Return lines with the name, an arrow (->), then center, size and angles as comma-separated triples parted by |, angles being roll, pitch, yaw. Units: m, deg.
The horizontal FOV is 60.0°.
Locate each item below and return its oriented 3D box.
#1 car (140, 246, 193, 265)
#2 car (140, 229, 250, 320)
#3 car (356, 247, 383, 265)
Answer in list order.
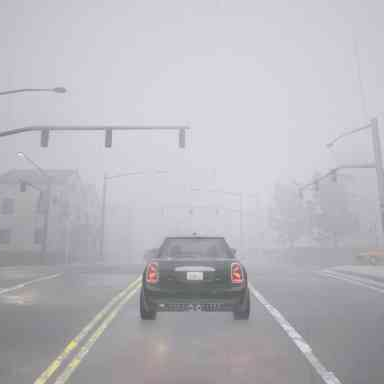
car -> -2.221, 5.739, 29.919 | 1.837, 1.490, 4.892 | -7, -13, 39
car -> 0.062, 1.807, 8.233 | 2.097, 1.767, 4.553 | 0, -7, 0
car -> 16.468, 5.364, 28.065 | 5.008, 1.535, 1.882 | 0, -11, 1
